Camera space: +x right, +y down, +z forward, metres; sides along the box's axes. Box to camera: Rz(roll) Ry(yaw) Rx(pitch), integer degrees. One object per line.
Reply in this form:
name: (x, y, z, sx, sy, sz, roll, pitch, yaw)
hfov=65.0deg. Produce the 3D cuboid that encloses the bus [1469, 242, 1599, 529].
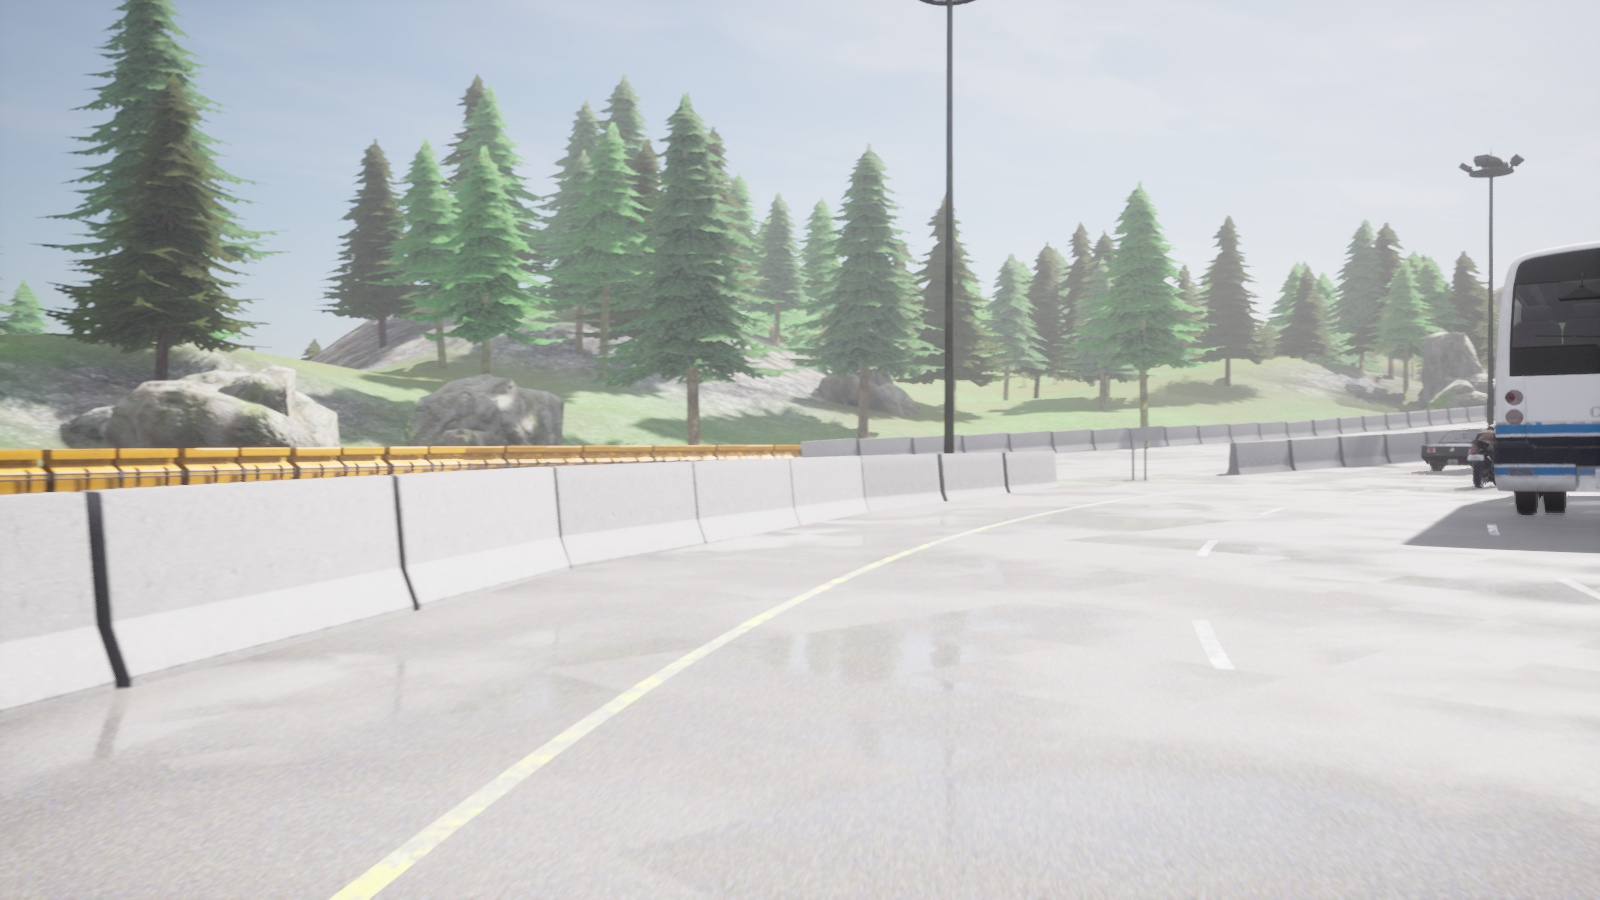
bus: (14.903, -1.066, 22.797, 3.944, 4.253, 10.273, 0, 1, 33)

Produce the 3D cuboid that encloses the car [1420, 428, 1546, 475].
car: (21.261, 0.023, 39.016, 4.718, 1.301, 1.895, -2, 2, -41)

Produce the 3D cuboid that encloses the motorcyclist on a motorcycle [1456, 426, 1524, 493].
motorcyclist on a motorcycle: (16.548, 0.202, 30.108, 0.866, 1.530, 2.191, 1, 2, 44)
